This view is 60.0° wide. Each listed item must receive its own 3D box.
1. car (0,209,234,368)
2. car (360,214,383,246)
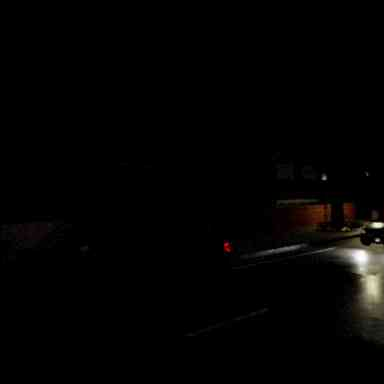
[{"bbox_3d":[-1.664,1.422,6.514,5.566,2.045,2.150,0,-2,-37],"label":"car"},{"bbox_3d":[9.354,1.606,14.883,4.674,1.442,1.812,-2,-1,-37],"label":"car"}]
